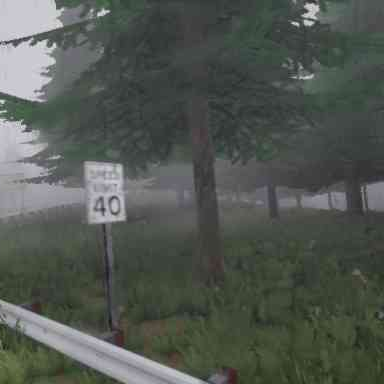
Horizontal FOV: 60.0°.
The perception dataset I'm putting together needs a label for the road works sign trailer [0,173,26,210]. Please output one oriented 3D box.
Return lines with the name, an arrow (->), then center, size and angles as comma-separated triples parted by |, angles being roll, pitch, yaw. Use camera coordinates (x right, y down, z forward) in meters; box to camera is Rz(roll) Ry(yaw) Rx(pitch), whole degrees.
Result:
road works sign trailer -> -15.053, 0.233, 27.921 | 2.380, 3.560, 2.880 | -4, 2, -1
